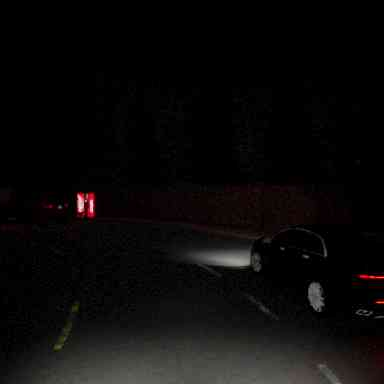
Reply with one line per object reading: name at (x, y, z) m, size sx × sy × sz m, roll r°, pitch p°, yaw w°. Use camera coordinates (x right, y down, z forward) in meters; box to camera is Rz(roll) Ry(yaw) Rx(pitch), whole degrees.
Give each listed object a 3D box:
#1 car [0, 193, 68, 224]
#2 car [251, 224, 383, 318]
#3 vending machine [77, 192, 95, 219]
car at (-11.388, 1.096, 23.504) m, size 5.566 × 2.045 × 2.150 m, roll 0°, pitch 0°, yaw 23°
car at (2.845, 1.465, 7.398) m, size 1.837 × 1.490 × 4.892 m, roll 1°, pitch 0°, yaw -10°
vending machine at (-8.381, 1.055, 26.357) m, size 0.880 × 2.100 × 1.100 m, roll 0°, pitch 0°, yaw 24°
